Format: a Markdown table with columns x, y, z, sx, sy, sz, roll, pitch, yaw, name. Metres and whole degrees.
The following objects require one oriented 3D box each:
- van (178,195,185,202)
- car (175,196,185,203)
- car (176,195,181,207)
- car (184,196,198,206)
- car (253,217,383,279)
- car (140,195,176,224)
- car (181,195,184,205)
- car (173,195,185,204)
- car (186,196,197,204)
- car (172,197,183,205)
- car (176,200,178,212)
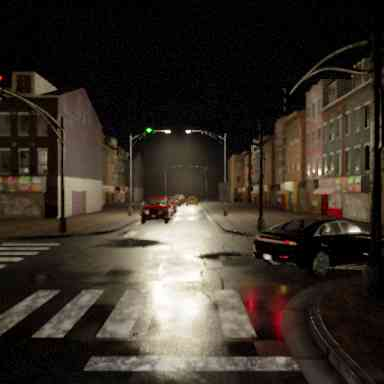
| x | y | z | sx | sy | sz | roll | pitch | yaw | name |
| --- | --- | --- | --- | --- | --- | --- | --- | --- | --- |
| -2.662 | 1.558 | 85.024 | 1.690 | 1.788 | 3.998 | -1 | 0 | 0 | van |
| -2.659 | 1.619 | 74.169 | 1.967 | 1.590 | 4.097 | 0 | 0 | 0 | car |
| -2.652 | 1.384 | 36.182 | 2.192 | 1.841 | 5.009 | 0 | 0 | 0 | car |
| -0.010 | 1.600 | 55.700 | 1.882 | 1.535 | 5.008 | 0 | 0 | 0 | car |
| 4.089 | 1.526 | 10.193 | 4.902 | 1.511 | 2.128 | 0 | -1 | -32 | car |
| -2.649 | 1.360 | 25.328 | 2.192 | 1.841 | 5.009 | 0 | 0 | 0 | car |
| -2.653 | 1.663 | 52.461 | 2.008 | 1.369 | 4.403 | 0 | 0 | 0 | car |
| -2.658 | 1.476 | 68.743 | 2.192 | 1.841 | 5.009 | 0 | 0 | 0 | car |
| -0.012 | 1.645 | 66.148 | 2.128 | 1.511 | 4.902 | 0 | 0 | 0 | car |
| -2.655 | 1.711 | 63.315 | 1.947 | 1.339 | 4.313 | 0 | 0 | 0 | car |
| -2.649 | 1.623 | 30.753 | 1.947 | 1.339 | 4.313 | 0 | 0 | 0 | car |
